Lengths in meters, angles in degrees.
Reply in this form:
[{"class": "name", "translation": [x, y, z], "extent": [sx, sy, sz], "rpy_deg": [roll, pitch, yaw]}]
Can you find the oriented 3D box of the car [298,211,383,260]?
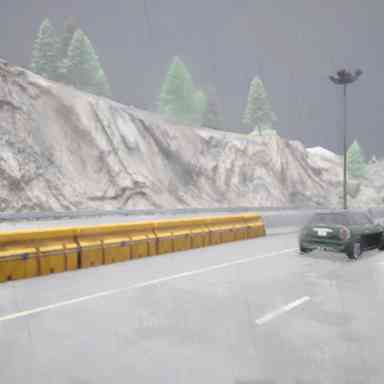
[{"class": "car", "translation": [6.276, 1.542, 13.508], "extent": [4.553, 1.767, 2.097], "rpy_deg": [1, -1, -43]}]
